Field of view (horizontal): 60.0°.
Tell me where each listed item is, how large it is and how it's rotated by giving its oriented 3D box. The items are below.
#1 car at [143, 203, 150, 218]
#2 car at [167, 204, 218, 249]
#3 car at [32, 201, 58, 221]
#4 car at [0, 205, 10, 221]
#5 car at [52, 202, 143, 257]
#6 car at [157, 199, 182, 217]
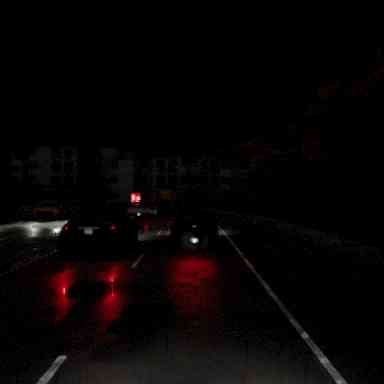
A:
[{"bbox_3d":[-5.083,1.559,29.878,1.895,1.301,4.718,0,0,-17],"label":"car"},{"bbox_3d":[0.085,1.485,14.434,1.837,1.490,4.892,0,0,0],"label":"car"},{"bbox_3d":[-11.716,1.440,27.056,1.882,1.535,5.008,0,0,-18],"label":"car"},{"bbox_3d":[-14.747,1.530,24.056,1.994,1.385,4.181,0,0,-13],"label":"car"},{"bbox_3d":[-3.413,1.333,13.088,2.097,1.767,4.553,0,0,0],"label":"car"},{"bbox_3d":[-2.032,1.448,31.429,2.128,1.511,4.902,0,0,-17],"label":"car"}]
